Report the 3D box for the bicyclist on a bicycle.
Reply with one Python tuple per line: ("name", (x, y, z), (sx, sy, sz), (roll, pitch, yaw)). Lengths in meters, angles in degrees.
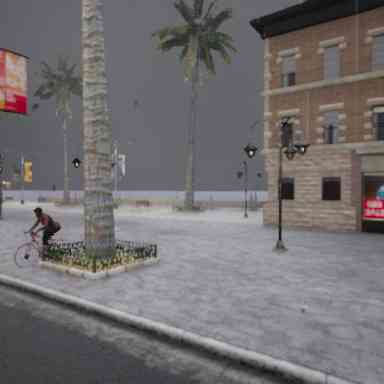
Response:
("bicyclist on a bicycle", (-4.139, 1.250, 9.276), (0.582, 1.620, 1.656), (0, 1, 35))
